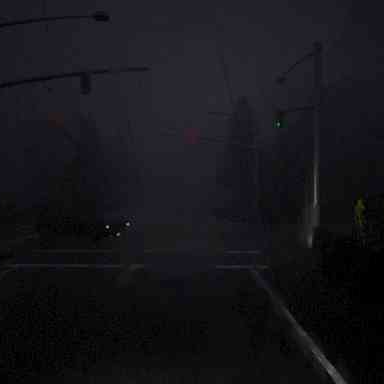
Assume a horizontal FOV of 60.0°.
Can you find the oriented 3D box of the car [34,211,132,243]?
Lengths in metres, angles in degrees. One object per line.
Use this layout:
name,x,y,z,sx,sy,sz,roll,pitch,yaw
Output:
car,-5.259,1.600,16.074,4.718,1.301,1.895,0,0,27
